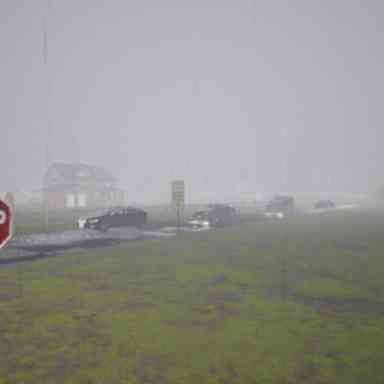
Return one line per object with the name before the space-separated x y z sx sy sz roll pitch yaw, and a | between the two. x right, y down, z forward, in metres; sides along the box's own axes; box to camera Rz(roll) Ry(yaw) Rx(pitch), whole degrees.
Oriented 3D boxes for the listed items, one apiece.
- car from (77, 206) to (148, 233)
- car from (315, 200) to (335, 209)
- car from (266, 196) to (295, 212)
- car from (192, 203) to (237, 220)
car | -4.872 1.647 20.958 2.128 1.511 4.902 0 0 36
car | 20.218 1.862 50.578 2.033 1.411 5.357 0 0 36
car | 11.729 1.498 43.811 2.150 2.045 5.566 0 -1 36
car | 2.179 1.748 30.691 2.033 1.411 5.357 0 0 36
